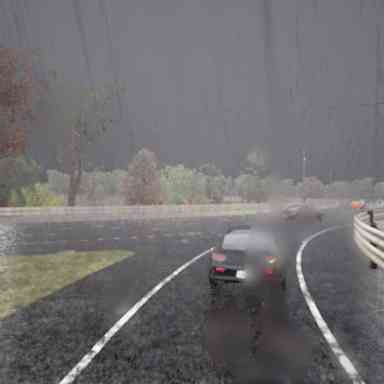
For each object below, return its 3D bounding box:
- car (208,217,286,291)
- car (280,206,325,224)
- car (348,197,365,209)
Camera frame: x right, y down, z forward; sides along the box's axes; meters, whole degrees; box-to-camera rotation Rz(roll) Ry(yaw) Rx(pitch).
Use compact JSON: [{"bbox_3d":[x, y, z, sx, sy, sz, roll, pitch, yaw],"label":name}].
[{"bbox_3d":[1.631,1.643,9.406,1.812,1.442,4.674,0,-1,13],"label":"car"},{"bbox_3d":[9.385,1.887,28.335,4.674,1.442,1.812,1,-1,-37],"label":"car"},{"bbox_3d":[30.162,2.144,60.535,2.097,1.767,4.553,0,-1,34],"label":"car"}]
